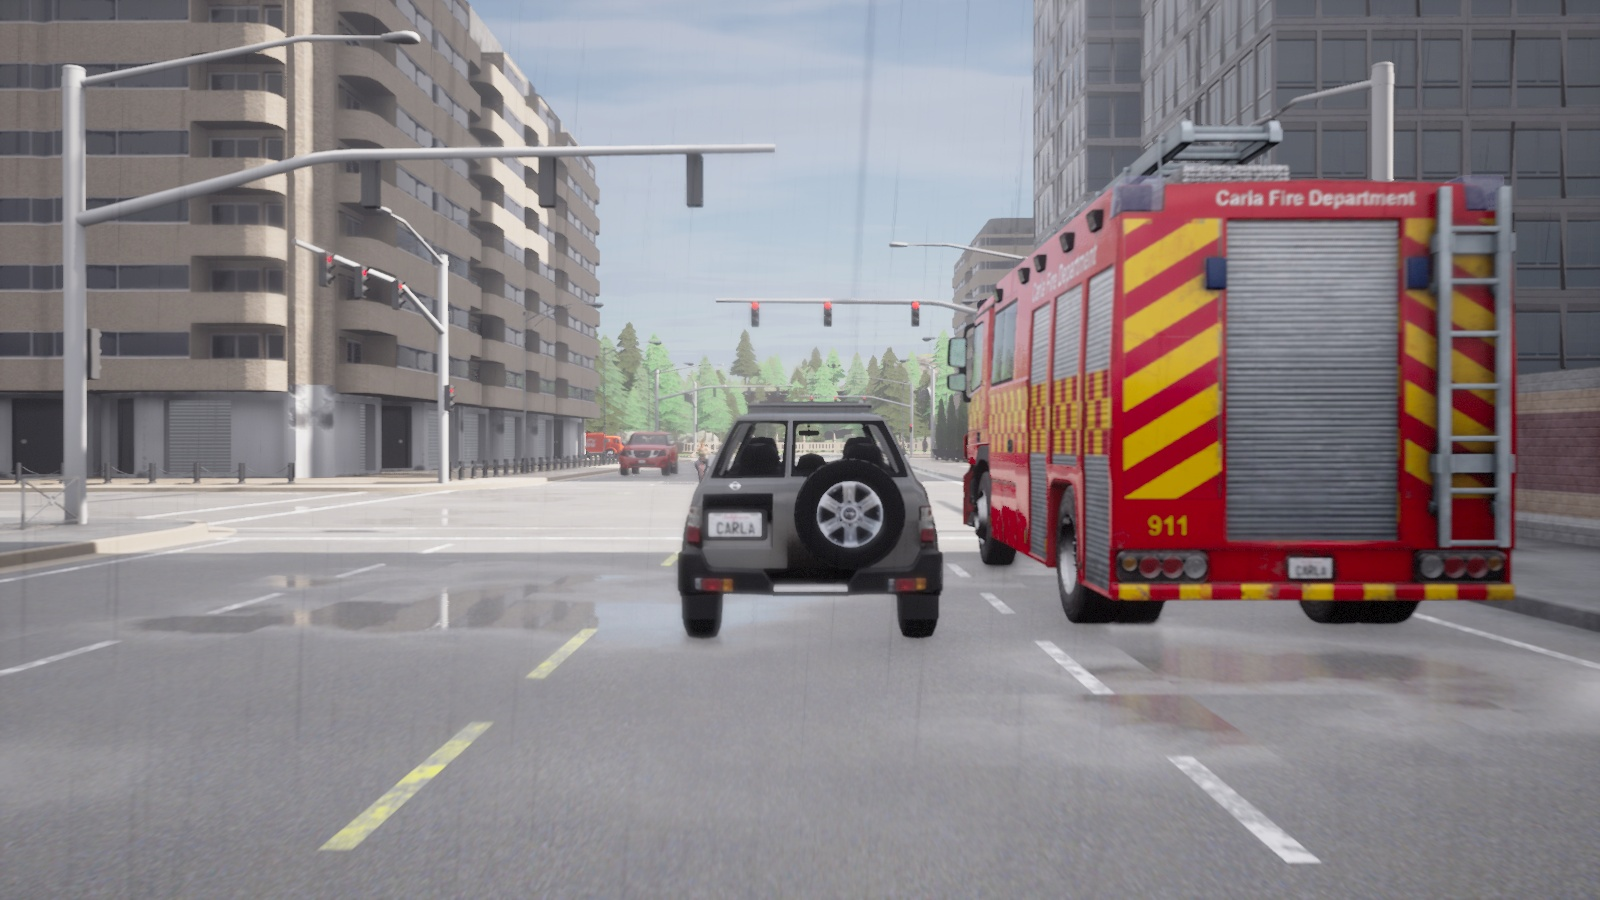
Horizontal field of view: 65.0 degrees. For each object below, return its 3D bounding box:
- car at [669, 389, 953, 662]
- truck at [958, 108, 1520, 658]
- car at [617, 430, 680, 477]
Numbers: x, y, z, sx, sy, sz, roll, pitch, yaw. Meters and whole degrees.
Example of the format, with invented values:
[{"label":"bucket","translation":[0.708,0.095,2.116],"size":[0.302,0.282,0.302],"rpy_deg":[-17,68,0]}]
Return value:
[{"label":"car","translation":[0.078,0.502,10.854],"size":[1.932,1.855,4.605],"rpy_deg":[0,0,0]},{"label":"truck","translation":[3.590,-0.488,12.993],"size":[2.891,3.827,8.468],"rpy_deg":[0,0,0]},{"label":"car","translation":[-6.947,0.132,58.112],"size":[2.150,2.045,5.566],"rpy_deg":[0,0,1]}]
